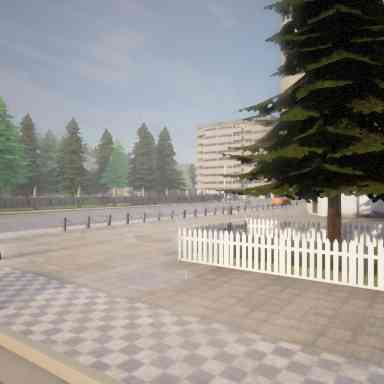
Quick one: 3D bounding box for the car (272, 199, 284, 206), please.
[{"bbox_3d":[15.329,1.353,56.747,2.097,1.767,4.553,0,0,36],"label":"car"}]
